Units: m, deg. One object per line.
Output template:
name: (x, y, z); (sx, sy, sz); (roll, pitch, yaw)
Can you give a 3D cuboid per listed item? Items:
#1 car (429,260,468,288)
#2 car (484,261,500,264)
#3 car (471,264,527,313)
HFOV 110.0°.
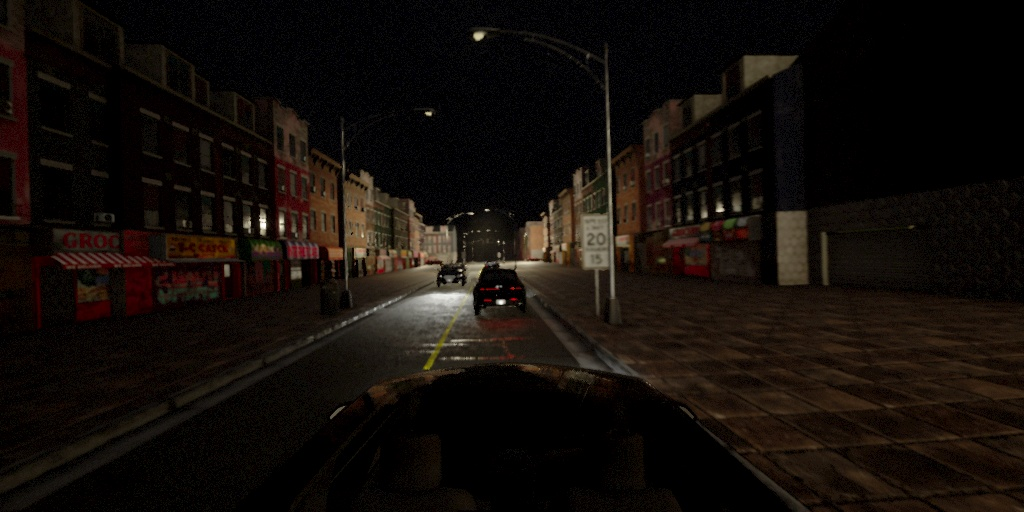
car: (-4.104, 1.257, 25.014); (2.128, 1.511, 4.902); (-2, 0, -4)
car: (-2.377, 1.308, 42.651); (1.994, 1.385, 4.181); (-2, 0, -3)
car: (-0.530, 1.243, 14.036); (1.837, 1.490, 4.892); (-2, 0, -4)
